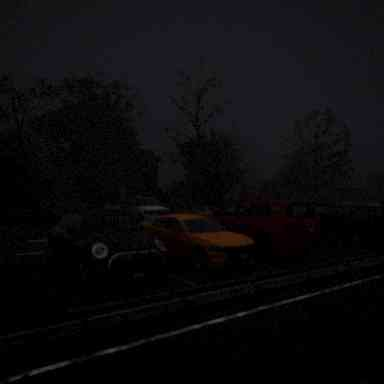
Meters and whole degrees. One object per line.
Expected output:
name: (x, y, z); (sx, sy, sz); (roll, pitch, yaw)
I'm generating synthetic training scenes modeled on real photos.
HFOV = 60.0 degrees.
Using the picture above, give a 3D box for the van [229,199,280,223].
van: (5.592, 1.671, 30.227); (1.878, 1.987, 4.442); (2, -1, -36)

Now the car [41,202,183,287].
car: (-2.515, 1.323, 9.408); (2.185, 1.767, 4.553); (1, -1, -36)

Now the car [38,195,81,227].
car: (-7.940, 1.235, 20.559); (2.435, 2.045, 5.566); (1, -1, -36)

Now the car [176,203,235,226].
car: (0.985, 1.730, 27.282); (1.946, 1.575, 5.366); (2, -1, -36)

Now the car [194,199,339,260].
car: (2.303, 1.306, 12.909); (2.435, 2.045, 5.566); (2, -1, -36)

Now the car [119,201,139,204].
car: (-5.798, 1.536, 22.144); (2.231, 1.521, 4.892); (1, -1, -36)

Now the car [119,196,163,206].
car: (-3.523, 1.339, 23.771); (2.435, 2.045, 5.566); (1, -1, -36)

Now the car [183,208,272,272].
car: (-0.046, 1.504, 11.171); (2.097, 1.535, 5.008); (1, -1, -36)

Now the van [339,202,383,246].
van: (7.270, 1.479, 16.604); (1.878, 1.987, 4.442); (2, -1, -36)

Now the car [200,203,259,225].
car: (3.144, 1.807, 28.836); (1.946, 1.575, 5.366); (2, -1, -36)

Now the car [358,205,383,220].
car: (24.942, 2.784, 44.328); (2.185, 1.767, 4.553); (3, -2, -35)
